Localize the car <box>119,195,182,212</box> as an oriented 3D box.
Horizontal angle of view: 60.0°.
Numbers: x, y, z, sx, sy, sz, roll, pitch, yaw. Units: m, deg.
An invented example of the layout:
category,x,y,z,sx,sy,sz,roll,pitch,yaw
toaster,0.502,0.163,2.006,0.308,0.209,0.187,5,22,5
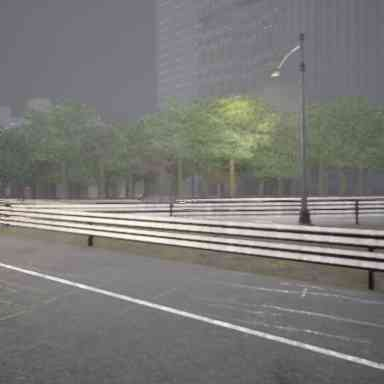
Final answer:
category,x,y,z,sx,sy,sz,roll,pitch,yaw
car,-3.040,1.099,24.264,4.553,1.767,2.097,-1,0,6
